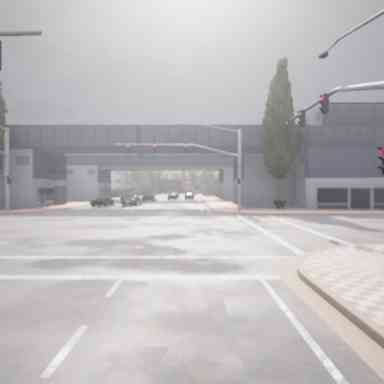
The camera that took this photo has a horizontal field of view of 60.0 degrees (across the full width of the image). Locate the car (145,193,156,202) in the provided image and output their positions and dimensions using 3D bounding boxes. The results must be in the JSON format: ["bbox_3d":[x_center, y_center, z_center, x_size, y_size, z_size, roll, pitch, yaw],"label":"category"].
[{"bbox_3d":[-7.658,0.901,59.595,1.882,1.535,5.008,0,1,1],"label":"car"}]

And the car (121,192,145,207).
[{"bbox_3d":[-7.787,1.077,42.766,2.128,1.511,4.902,0,1,1],"label":"car"}]

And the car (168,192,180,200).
[{"bbox_3d":[-4.067,0.869,69.294,2.033,1.411,5.357,0,1,0],"label":"car"}]

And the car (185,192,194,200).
[{"bbox_3d":[-0.560,0.867,70.605,1.994,1.385,4.181,0,1,0],"label":"car"}]

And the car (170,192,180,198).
[{"bbox_3d":[-4.018,0.679,78.980,2.128,1.511,4.902,0,1,0],"label":"car"}]

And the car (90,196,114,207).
[{"bbox_3d":[-11.293,1.195,42.010,1.895,1.301,4.718,0,1,0],"label":"car"}]

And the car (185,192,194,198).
[{"bbox_3d":[-0.518,0.698,78.890,1.994,1.385,4.181,0,1,0],"label":"car"}]

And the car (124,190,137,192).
[{"bbox_3d":[-11.150,0.643,59.698,2.150,2.045,5.566,0,1,1],"label":"car"}]
